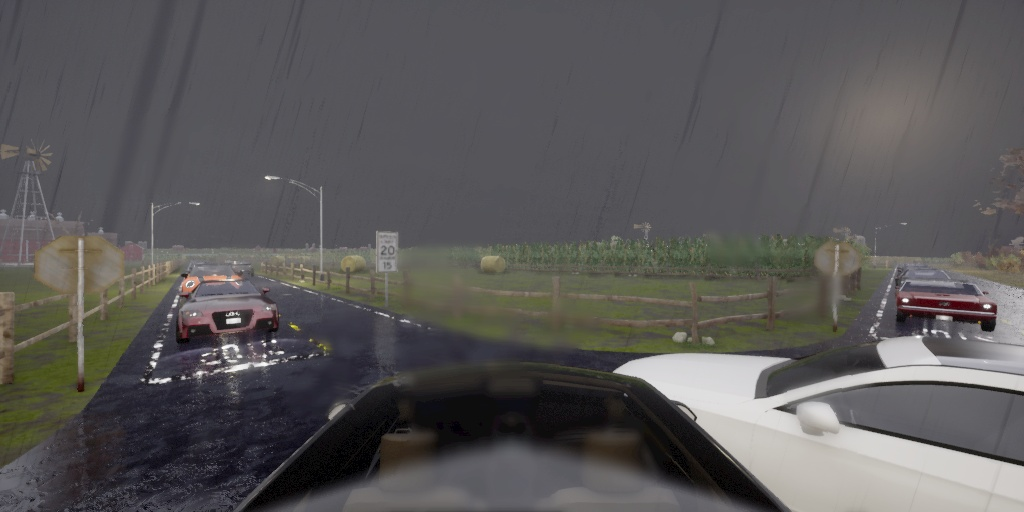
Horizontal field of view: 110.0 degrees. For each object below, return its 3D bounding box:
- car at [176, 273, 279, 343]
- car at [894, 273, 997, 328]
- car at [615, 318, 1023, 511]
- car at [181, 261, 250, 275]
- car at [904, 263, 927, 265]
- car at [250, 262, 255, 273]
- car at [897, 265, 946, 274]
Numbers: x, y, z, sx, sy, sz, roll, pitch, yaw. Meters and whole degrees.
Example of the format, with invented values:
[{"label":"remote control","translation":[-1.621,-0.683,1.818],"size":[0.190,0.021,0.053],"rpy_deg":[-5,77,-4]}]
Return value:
[{"label":"car","translation":[-7.923,1.353,9.953],"size":[1.994,1.385,4.181],"rpy_deg":[0,0,-42]},{"label":"car","translation":[13.538,1.394,11.389],"size":[4.718,1.301,1.895],"rpy_deg":[0,1,-43]},{"label":"car","translation":[2.842,1.294,2.347],"size":[1.812,1.442,4.674],"rpy_deg":[0,1,-44]},{"label":"car","translation":[-13.688,1.136,16.447],"size":[2.097,1.767,4.553],"rpy_deg":[0,0,-42]},{"label":"car","translation":[27.393,1.392,24.182],"size":[4.181,1.385,1.994],"rpy_deg":[0,1,-43]},{"label":"car","translation":[-26.918,1.273,35.700],"size":[2.128,1.511,4.902],"rpy_deg":[0,0,-41]},{"label":"car","translation":[20.627,1.357,17.940],"size":[5.357,1.411,2.033],"rpy_deg":[0,1,-43]}]
